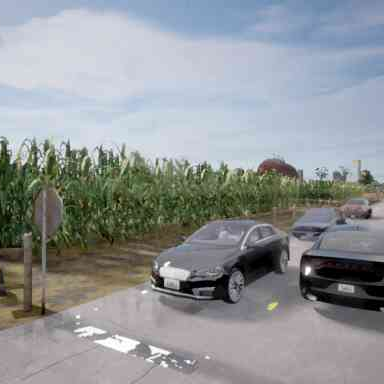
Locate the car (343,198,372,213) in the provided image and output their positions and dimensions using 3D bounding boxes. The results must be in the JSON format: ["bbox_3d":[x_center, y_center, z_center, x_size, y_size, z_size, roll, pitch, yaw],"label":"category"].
[{"bbox_3d":[14.048,1.370,28.393,2.097,1.767,4.553,0,0,33],"label":"car"}]

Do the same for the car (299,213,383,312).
[{"bbox_3d":[3.962,1.480,7.710,1.882,1.535,5.008,0,0,33],"label":"car"}]

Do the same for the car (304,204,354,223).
[{"bbox_3d":[6.719,1.562,17.168,2.033,1.411,5.357,0,0,33],"label":"car"}]

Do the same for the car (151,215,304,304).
[{"bbox_3d":[0.990,1.504,8.429,2.128,1.511,4.902,0,0,34],"label":"car"}]
